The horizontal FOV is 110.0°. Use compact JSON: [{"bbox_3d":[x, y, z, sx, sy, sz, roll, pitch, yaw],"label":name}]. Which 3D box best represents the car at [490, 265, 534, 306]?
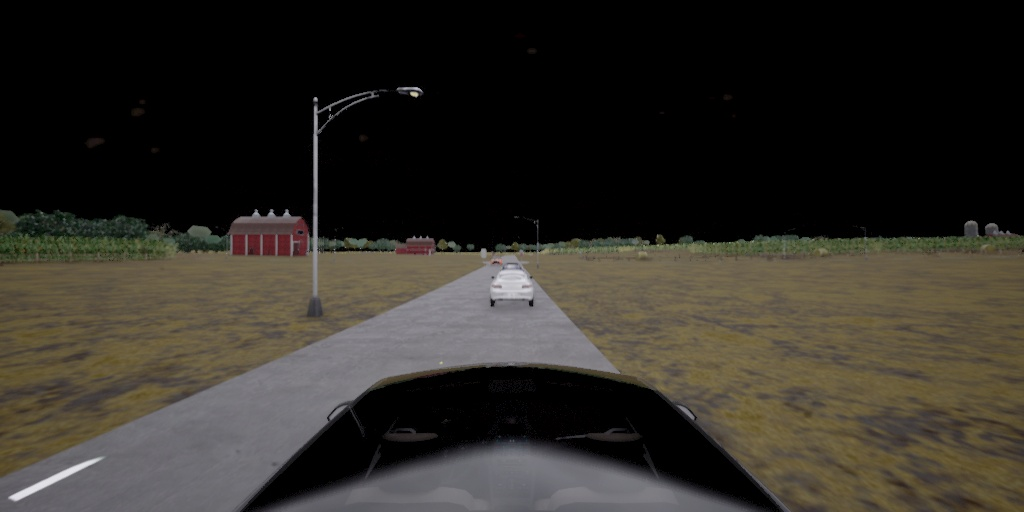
[{"bbox_3d":[0.001,1.340,16.224,1.812,1.442,4.674,0,0,0],"label":"car"}]

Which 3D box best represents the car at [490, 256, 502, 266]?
[{"bbox_3d":[-2.809,0.821,65.392,2.097,1.767,4.553,0,1,0],"label":"car"}]

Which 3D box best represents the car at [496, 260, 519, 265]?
[{"bbox_3d":[-0.007,1.297,30.835,2.033,1.411,5.357,0,0,0],"label":"car"}]
